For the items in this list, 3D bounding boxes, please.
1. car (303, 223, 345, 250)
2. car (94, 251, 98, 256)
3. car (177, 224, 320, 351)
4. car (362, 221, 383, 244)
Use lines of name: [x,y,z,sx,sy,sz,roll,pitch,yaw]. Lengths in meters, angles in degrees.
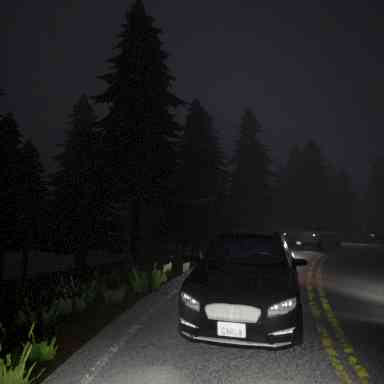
car: [6.546,2.313,17.778,1.895,1.301,4.718,-3,-6,39]
car: [-20.228,13.651,73.018,4.181,1.381,1.994,-2,-5,31]
car: [1.138,1.562,6.640,2.128,1.511,4.902,-1,-2,15]
car: [16.189,3.269,26.660,5.566,2.045,2.150,8,-8,-28]
